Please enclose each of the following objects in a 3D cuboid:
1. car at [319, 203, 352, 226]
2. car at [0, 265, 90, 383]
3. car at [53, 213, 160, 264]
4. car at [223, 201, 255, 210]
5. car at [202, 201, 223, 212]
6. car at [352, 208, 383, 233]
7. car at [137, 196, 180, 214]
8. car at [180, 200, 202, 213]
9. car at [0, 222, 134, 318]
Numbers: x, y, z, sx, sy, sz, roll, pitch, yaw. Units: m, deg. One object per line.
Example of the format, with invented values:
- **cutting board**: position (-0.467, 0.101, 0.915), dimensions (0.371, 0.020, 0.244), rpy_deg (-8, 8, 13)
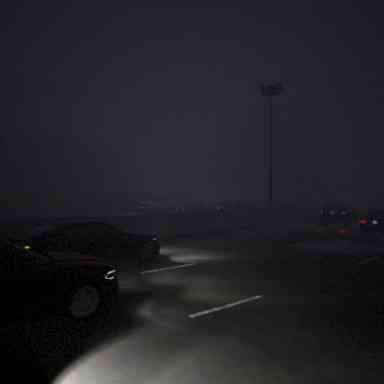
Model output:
- **car**: position (11.710, 1.632, 26.444), dimensions (2.097, 1.767, 4.553), rpy_deg (0, -1, 36)
- **car**: position (-2.990, 1.555, 1.856), dimensions (4.181, 1.385, 1.994), rpy_deg (1, 0, -36)
- **car**: position (-3.213, 1.578, 10.437), dimensions (4.674, 1.442, 1.812), rpy_deg (1, 0, -39)
- **car**: position (5.439, 1.870, 36.183), dimensions (1.994, 1.385, 4.181), rpy_deg (0, 0, 31)
- **car**: position (3.339, 1.839, 39.393), dimensions (1.812, 1.442, 4.674), rpy_deg (0, 0, 29)
- **car**: position (11.797, 1.786, 20.571), dimensions (2.033, 1.411, 5.357), rpy_deg (0, -1, 39)
- **car**: position (-4.197, 1.489, 40.398), dimensions (2.150, 2.045, 5.566), rpy_deg (0, -1, 32)
- **car**: position (0.186, 1.793, 40.916), dimensions (2.128, 1.511, 4.902), rpy_deg (0, 0, 30)
- **car**: position (-3.734, 1.491, 5.623), dimensions (5.008, 1.535, 1.882), rpy_deg (1, -1, -36)
